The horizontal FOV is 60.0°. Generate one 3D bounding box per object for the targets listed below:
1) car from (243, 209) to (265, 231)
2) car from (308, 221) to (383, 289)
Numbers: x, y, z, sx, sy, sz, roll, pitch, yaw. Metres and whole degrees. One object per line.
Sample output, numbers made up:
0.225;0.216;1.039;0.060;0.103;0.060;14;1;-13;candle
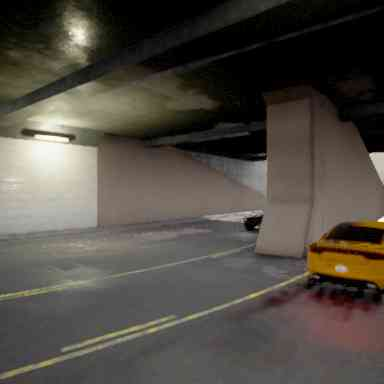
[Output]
5.007;1.735;20.884;1.895;1.301;4.718;-1;-1;36;car
4.866;1.523;9.090;1.882;1.535;5.008;0;0;41;car
